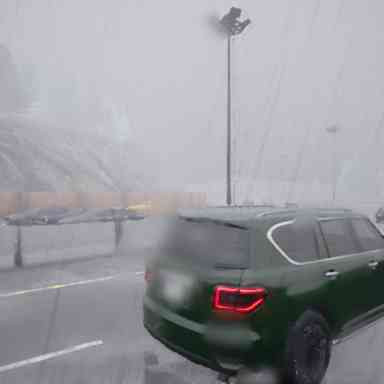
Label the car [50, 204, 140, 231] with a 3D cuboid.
[{"bbox_3d":[-4.915,1.586,18.420,4.892,1.490,1.837,0,0,-43],"label":"car"}]

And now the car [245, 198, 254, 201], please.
[{"bbox_3d":[10.344,1.844,60.086,2.033,1.411,5.357,0,0,10],"label":"car"}]

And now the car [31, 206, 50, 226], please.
[{"bbox_3d":[-7.207,1.691,20.984,4.718,1.301,1.895,0,0,-42],"label":"car"}]

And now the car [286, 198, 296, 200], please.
[{"bbox_3d":[15.996,1.751,53.545,1.882,1.535,5.008,0,0,14],"label":"car"}]

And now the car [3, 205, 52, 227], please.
[{"bbox_3d":[-9.978,1.644,23.116,5.357,1.411,2.033,0,0,-41],"label":"car"}]

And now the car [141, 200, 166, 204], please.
[{"bbox_3d":[-4.324,1.635,34.468,1.882,1.535,5.008,0,0,36],"label":"car"}]

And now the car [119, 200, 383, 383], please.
[{"bbox_3d":[1.862,1.250,5.524,5.566,2.045,2.150,0,0,-39],"label":"car"}]

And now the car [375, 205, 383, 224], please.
[{"bbox_3d":[15.687,1.745,26.208,1.895,1.301,4.718,0,0,33],"label":"car"}]

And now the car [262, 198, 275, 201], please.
[{"bbox_3d":[13.467,1.784,58.478,2.128,1.511,4.902,0,0,11],"label":"car"}]

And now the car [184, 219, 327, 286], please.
[{"bbox_3d":[2.173,1.653,10.393,4.718,1.301,1.895,0,0,-42],"label":"car"}]
